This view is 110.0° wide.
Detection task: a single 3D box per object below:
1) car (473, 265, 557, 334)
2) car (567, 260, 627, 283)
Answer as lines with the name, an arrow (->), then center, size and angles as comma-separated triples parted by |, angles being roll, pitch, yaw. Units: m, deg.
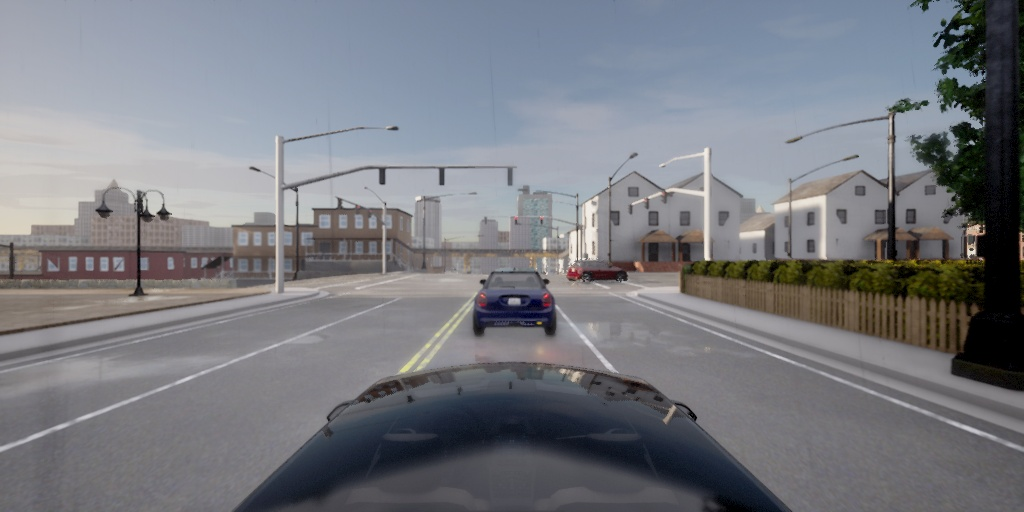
car -> 0.076, 1.107, 10.749 | 2.097, 1.767, 4.553 | 0, 0, 0
car -> 6.589, 1.116, 27.545 | 4.553, 1.767, 2.097 | 0, 0, -21
